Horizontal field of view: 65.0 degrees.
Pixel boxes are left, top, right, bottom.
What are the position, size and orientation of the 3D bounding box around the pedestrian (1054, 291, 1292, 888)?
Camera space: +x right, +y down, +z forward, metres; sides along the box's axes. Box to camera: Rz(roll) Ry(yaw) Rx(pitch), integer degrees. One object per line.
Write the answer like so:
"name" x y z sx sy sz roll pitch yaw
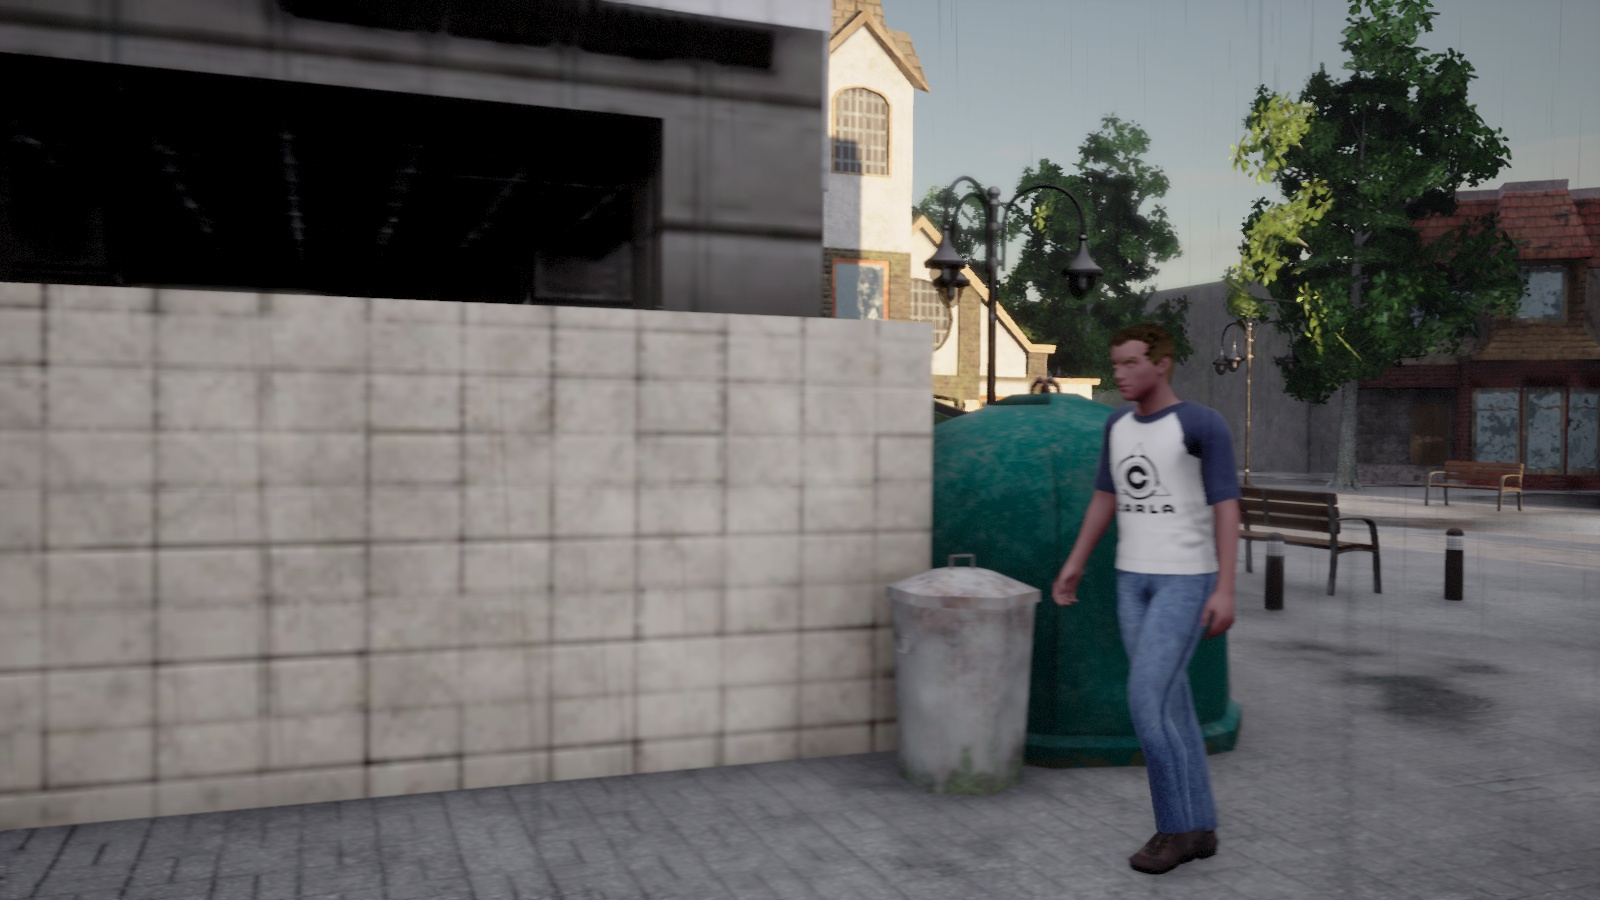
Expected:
"pedestrian" 1.246 0.423 4.179 0.706 1.836 0.354 -1 1 -29
